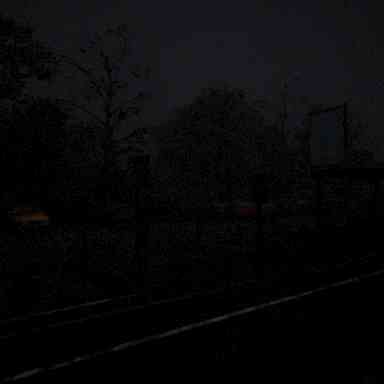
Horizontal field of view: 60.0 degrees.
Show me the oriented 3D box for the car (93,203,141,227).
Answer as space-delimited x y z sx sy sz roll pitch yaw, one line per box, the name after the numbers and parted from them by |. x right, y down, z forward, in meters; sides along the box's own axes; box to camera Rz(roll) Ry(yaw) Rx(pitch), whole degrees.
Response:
-5.238 1.508 22.916 2.163 1.488 4.792 0 0 -36 | car

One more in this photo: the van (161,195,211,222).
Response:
-0.808 1.249 26.263 1.878 1.987 4.442 0 0 -36 | van

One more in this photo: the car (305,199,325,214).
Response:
10.546 1.468 34.246 2.097 1.535 5.008 0 0 -36 | car

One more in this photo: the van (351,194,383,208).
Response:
21.903 1.241 42.216 1.878 1.987 4.442 0 0 -36 | van

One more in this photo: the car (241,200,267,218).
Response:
3.779 1.471 29.394 2.097 1.535 5.008 0 0 -36 | car

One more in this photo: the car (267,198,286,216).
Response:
6.035 1.510 31.010 2.002 1.452 4.674 0 0 -36 | car

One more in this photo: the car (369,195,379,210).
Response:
19.562 1.497 40.722 2.163 1.488 4.792 0 0 -36 | car

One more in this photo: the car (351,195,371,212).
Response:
17.428 1.464 38.932 1.946 1.575 5.366 0 0 -36 | car

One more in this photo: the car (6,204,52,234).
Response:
-9.663 1.480 19.559 1.946 1.575 5.366 0 0 -36 | car

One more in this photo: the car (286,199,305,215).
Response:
8.273 1.343 32.652 2.185 1.767 4.553 0 0 -36 | car

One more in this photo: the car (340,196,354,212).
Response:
15.046 1.496 37.493 2.163 1.488 4.792 0 0 -36 | car

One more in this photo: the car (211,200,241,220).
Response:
1.519 1.513 27.780 2.002 1.452 4.674 0 0 -36 | car

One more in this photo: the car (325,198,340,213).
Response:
12.810 1.469 35.851 2.231 1.521 4.892 0 0 -36 | car
